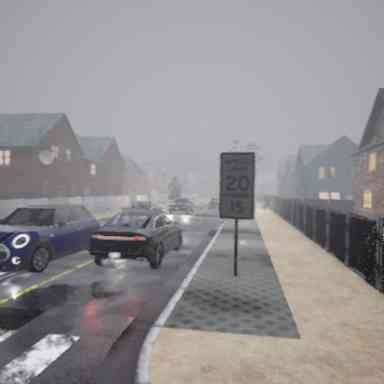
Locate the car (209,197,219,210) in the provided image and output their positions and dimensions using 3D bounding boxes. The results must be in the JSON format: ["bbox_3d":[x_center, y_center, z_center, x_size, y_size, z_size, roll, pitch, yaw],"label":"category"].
[{"bbox_3d":[3.195,1.349,40.508,1.837,1.490,4.892,1,0,9],"label":"car"}]

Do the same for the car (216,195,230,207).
[{"bbox_3d":[4.812,1.324,51.003,1.882,1.535,5.008,1,0,9],"label":"car"}]

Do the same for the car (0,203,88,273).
[{"bbox_3d":[-4.609,1.180,10.133,2.097,1.767,4.553,1,0,11],"label":"car"}]

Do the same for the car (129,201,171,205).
[{"bbox_3d":[-2.991,1.303,19.947,2.128,1.511,4.902,1,0,9],"label":"car"}]

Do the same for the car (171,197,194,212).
[{"bbox_3d":[-0.995,1.300,32.490,1.837,1.490,4.892,1,0,9],"label":"car"}]

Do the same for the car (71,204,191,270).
[{"bbox_3d":[-1.566,1.371,10.724,2.128,1.511,4.902,1,0,9],"label":"car"}]
